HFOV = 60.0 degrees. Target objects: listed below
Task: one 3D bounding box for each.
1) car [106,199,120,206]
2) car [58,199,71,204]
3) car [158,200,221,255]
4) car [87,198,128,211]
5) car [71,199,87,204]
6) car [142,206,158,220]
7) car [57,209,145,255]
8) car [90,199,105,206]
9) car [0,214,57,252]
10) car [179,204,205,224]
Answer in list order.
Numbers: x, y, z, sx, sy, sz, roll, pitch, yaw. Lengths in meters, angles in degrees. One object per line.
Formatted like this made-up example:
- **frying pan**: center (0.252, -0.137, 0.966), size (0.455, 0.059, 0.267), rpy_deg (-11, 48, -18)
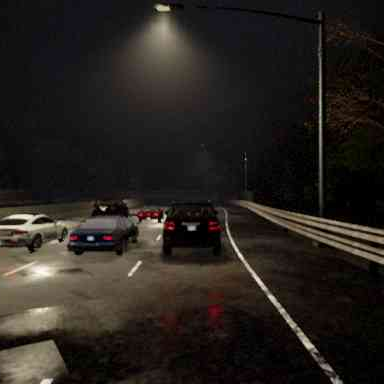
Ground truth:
- **car**: center (-17.522, 2.278, 73.915), size (1.837, 1.490, 4.892), rpy_deg (0, -1, 0)
- **car**: center (-28.022, 2.255, 73.913), size (1.882, 1.535, 5.008), rpy_deg (0, -1, 0)
- **car**: center (-0.003, 1.353, 14.040), size (2.150, 2.045, 5.566), rpy_deg (0, 0, 0)
- **car**: center (-7.007, 1.503, 29.015), size (2.150, 2.045, 5.566), rpy_deg (0, 0, 0)
- **car**: center (-24.522, 2.302, 73.913), size (1.812, 1.442, 4.674), rpy_deg (0, -1, 0)
- **car**: center (-3.506, 1.889, 29.108), size (1.895, 1.301, 4.718), rpy_deg (0, -1, 0)
- **car**: center (-3.502, 1.683, 13.992), size (2.033, 1.411, 5.357), rpy_deg (0, -1, 0)
- **car**: center (-21.022, 2.256, 73.915), size (1.882, 1.535, 5.008), rpy_deg (0, -1, 0)
- **car**: center (-6.999, 1.665, 14.378), size (1.812, 1.442, 4.674), rpy_deg (0, 0, 0)
- **car**: center (-0.007, 1.834, 28.993), size (2.033, 1.411, 5.357), rpy_deg (0, -1, 0)
